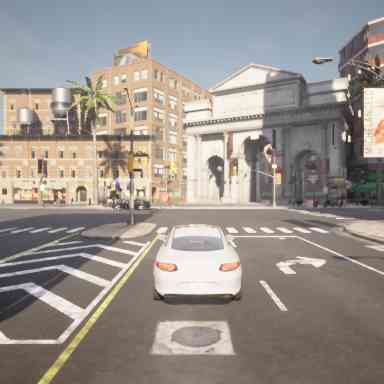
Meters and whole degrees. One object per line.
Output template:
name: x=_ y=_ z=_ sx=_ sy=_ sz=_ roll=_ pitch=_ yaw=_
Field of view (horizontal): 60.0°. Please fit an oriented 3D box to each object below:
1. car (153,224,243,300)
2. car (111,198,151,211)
car: x=0.111 y=1.526 z=8.256 sx=1.812 sy=1.442 sz=4.674 roll=0 pitch=0 yaw=0
car: x=-7.431 y=1.505 z=40.638 sx=4.892 sy=1.490 sz=1.837 roll=0 pitch=0 yaw=1
